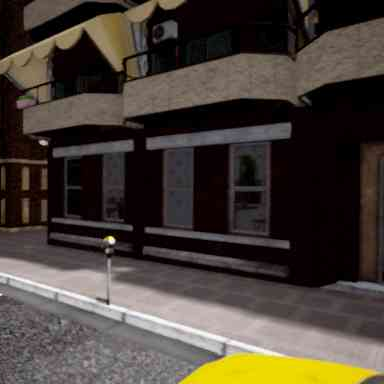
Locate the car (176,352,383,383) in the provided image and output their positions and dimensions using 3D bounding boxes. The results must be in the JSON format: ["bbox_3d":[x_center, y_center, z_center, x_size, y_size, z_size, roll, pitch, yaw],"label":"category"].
[{"bbox_3d":[1.762,1.526,1.452,4.829,1.417,1.752,0,1,35],"label":"car"}]
